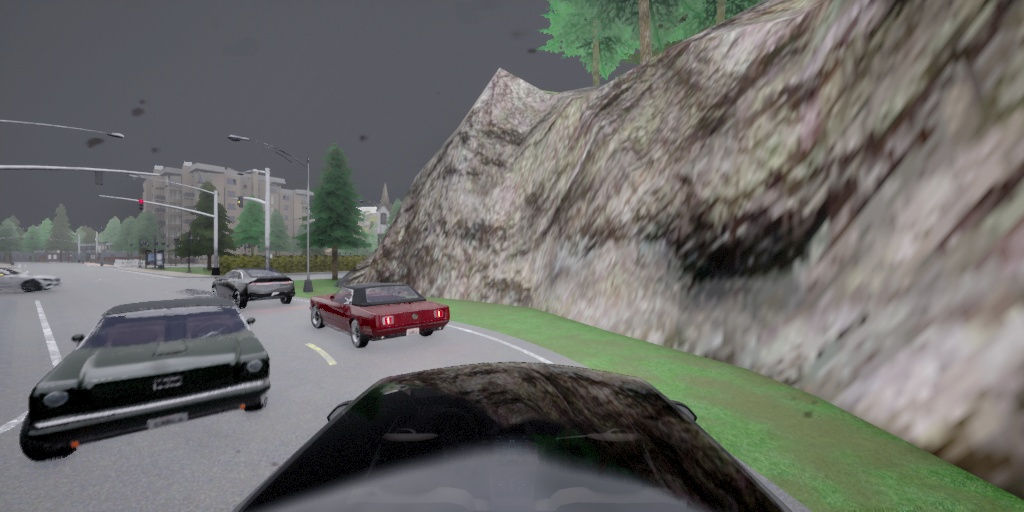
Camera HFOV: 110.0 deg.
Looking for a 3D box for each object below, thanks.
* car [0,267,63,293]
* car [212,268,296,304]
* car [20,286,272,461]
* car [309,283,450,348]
[{"bbox_3d":[-27.465,1.275,18.941,4.674,1.442,1.812,0,0,-37],"label":"car"},{"bbox_3d":[-10.967,1.241,15.095,4.902,1.511,2.128,0,0,37],"label":"car"},{"bbox_3d":[-4.936,1.351,5.254,1.895,1.301,4.718,0,0,-42],"label":"car"},{"bbox_3d":[-3.683,1.351,9.361,1.895,1.301,4.718,0,0,-44],"label":"car"}]
